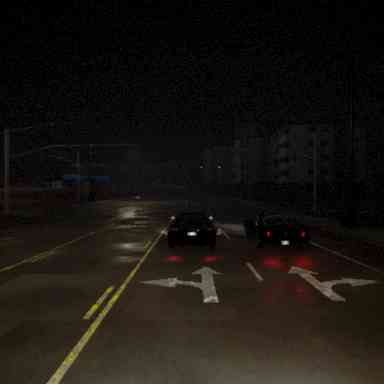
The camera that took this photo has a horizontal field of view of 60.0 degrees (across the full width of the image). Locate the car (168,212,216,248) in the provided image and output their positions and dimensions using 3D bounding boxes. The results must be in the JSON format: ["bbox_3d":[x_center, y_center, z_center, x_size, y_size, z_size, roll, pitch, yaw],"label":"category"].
[{"bbox_3d":[0.000,1.564,14.652,1.994,1.385,4.181,0,0,0],"label":"car"}]

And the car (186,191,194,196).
[{"bbox_3d":[-1.269,0.426,89.880,2.033,1.411,5.357,-1,1,-26],"label":"car"}]

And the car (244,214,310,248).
[{"bbox_3d":[3.500,1.608,14.682,1.895,1.301,4.718,0,0,0],"label":"car"}]

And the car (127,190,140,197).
[{"bbox_3d":[-15.135,0.321,86.143,2.097,1.767,4.553,-1,1,-29],"label":"car"}]

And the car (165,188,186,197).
[{"bbox_3d":[-4.347,0.125,88.195,2.150,2.045,5.566,-1,1,-26],"label":"car"}]
